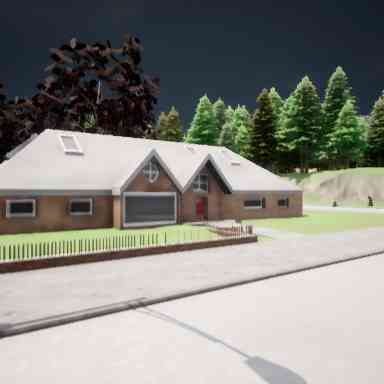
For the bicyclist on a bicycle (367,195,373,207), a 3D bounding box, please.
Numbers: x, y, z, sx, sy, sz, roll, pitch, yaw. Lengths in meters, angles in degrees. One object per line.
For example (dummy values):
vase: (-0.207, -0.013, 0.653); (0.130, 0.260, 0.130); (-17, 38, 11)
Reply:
bicyclist on a bicycle: (25.055, 1.324, 46.847); (1.656, 1.620, 0.582); (0, 0, -35)
